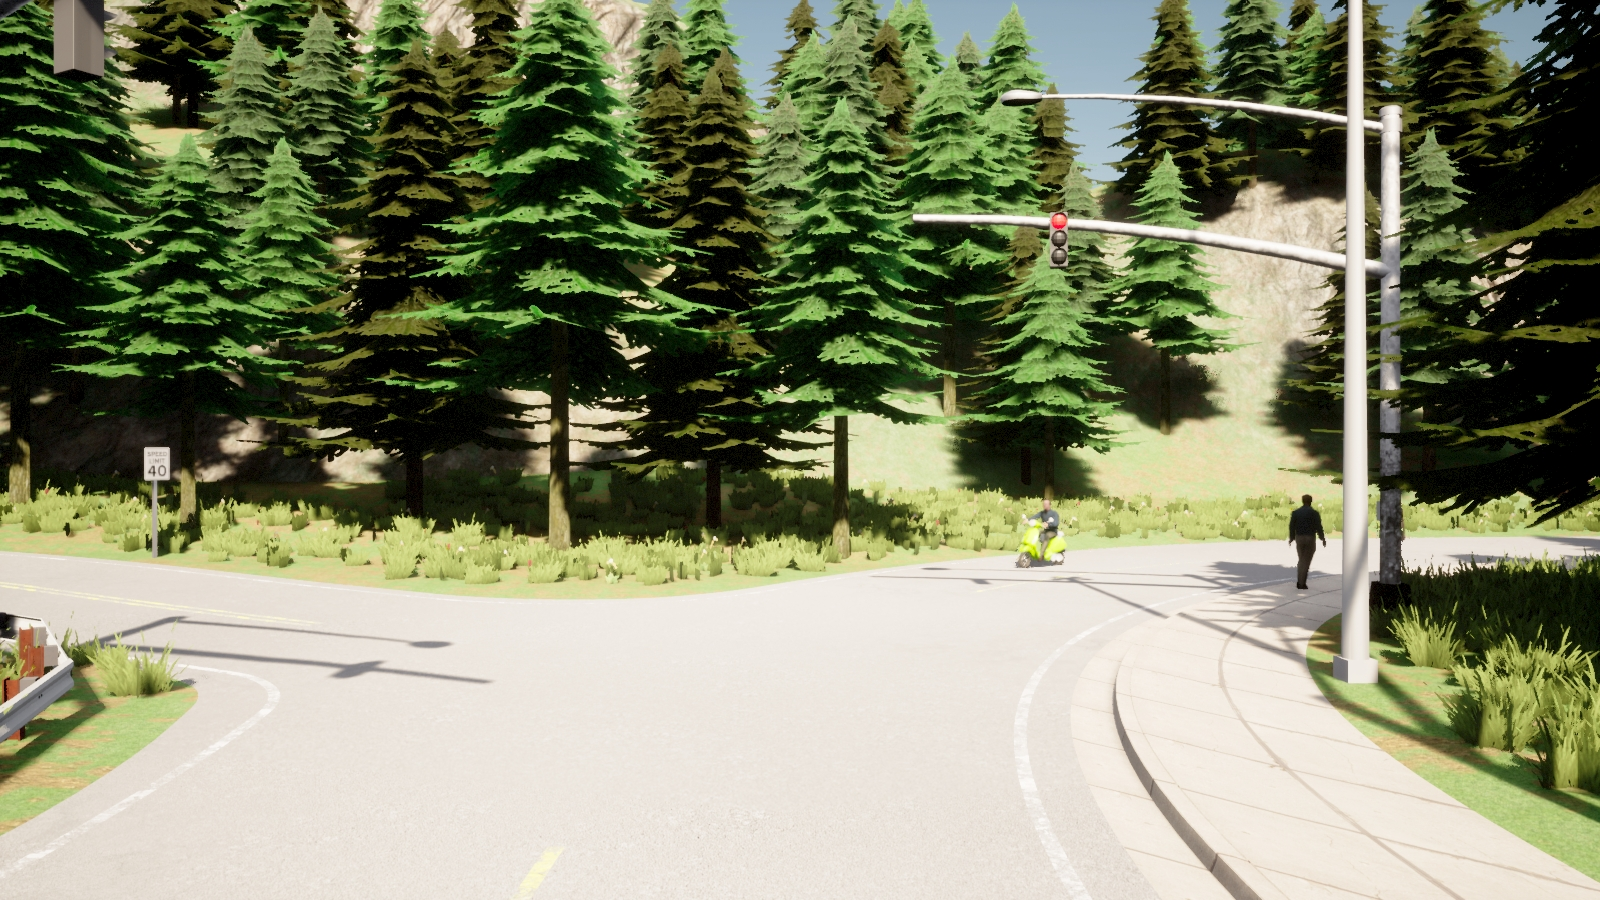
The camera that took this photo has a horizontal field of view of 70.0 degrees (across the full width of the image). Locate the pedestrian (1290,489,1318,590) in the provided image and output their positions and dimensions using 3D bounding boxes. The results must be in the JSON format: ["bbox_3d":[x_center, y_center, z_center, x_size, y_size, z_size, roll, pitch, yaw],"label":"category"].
[{"bbox_3d":[9.440,1.668,21.397,0.375,1.860,0.375,0,0,42],"label":"pedestrian"}]

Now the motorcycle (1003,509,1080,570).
[{"bbox_3d":[5.774,2.113,27.286,1.805,1.316,0.856,1,1,-41],"label":"motorcycle"}]
